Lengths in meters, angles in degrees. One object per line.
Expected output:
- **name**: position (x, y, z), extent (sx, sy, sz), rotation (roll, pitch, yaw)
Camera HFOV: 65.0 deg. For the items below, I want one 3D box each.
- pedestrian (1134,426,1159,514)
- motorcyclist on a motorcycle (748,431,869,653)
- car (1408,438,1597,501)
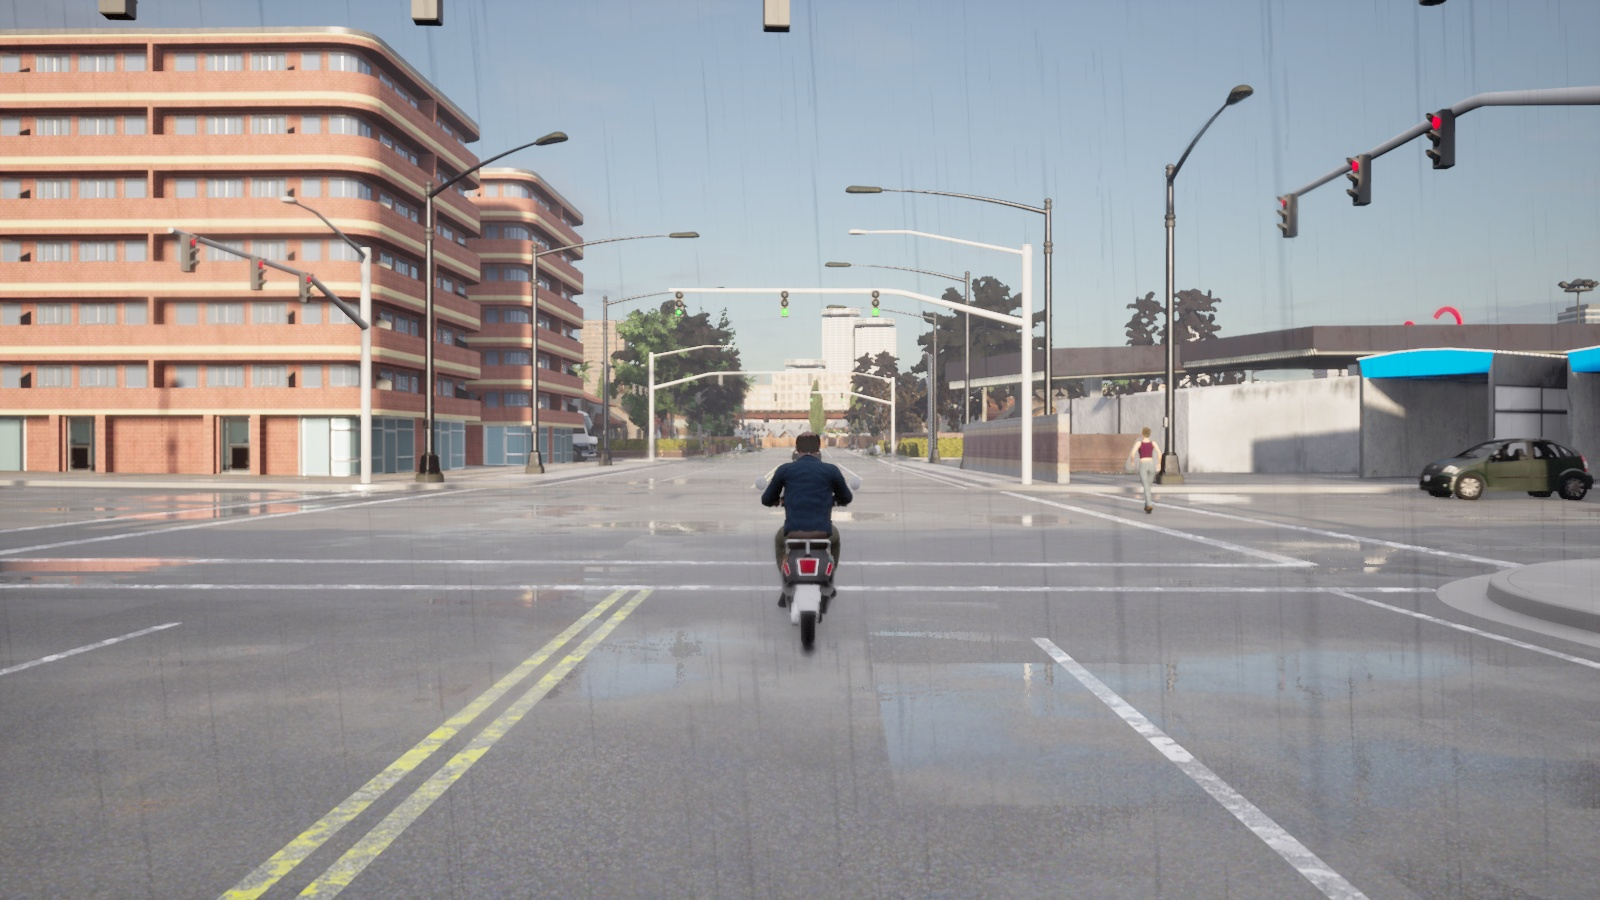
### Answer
- **pedestrian**: position (7.354, 0.418, 26.683), extent (0.345, 1.836, 0.594), rotation (0, 0, -2)
- **motorcyclist on a motorcycle**: position (0.064, 0.653, 9.904), extent (0.866, 1.590, 1.817), rotation (0, 0, 0)
- **car**: position (18.621, 0.502, 33.423), extent (3.988, 1.617, 1.851), rotation (0, 0, 1)
